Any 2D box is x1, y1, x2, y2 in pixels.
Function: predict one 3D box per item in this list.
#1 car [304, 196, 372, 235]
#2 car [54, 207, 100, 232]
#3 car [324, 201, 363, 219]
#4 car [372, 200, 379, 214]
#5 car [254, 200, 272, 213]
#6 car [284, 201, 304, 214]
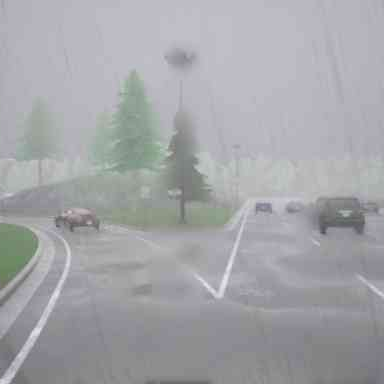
[{"bbox_3d":[8.282,1.262,19.485,2.150,2.045,5.566,0,0,10],"label":"car"},{"bbox_3d":[-7.544,1.693,21.754,1.812,1.442,4.674,0,-1,-37],"label":"car"},{"bbox_3d":[13.942,1.605,30.871,2.033,1.411,5.357,0,0,10],"label":"car"},{"bbox_3d":[18.376,1.542,35.634,2.128,1.511,4.902,0,0,10],"label":"car"},{"bbox_3d":[8.347,1.619,39.140,1.882,1.535,5.008,0,0,10],"label":"car"},{"bbox_3d":[11.601,1.673,37.494,1.994,1.385,4.181,0,0,10],"label":"car"}]
